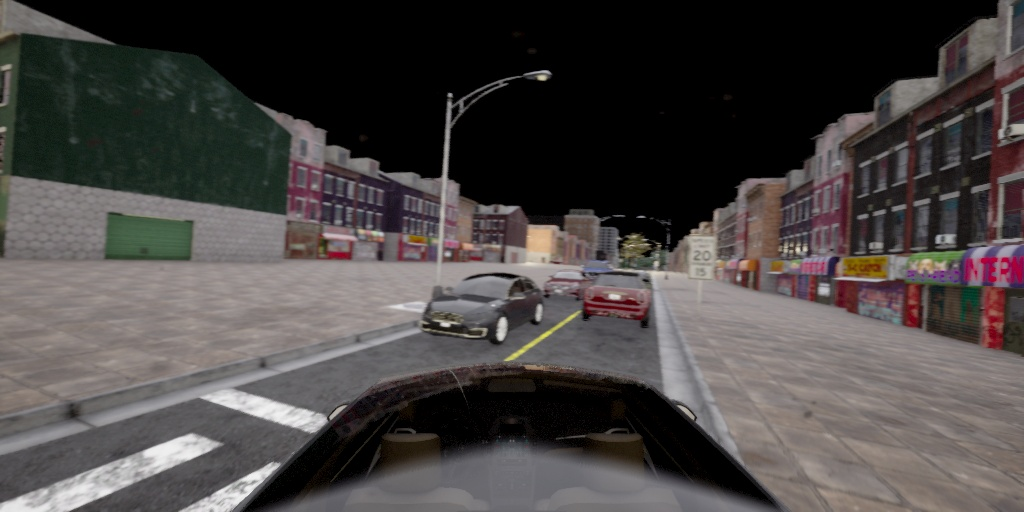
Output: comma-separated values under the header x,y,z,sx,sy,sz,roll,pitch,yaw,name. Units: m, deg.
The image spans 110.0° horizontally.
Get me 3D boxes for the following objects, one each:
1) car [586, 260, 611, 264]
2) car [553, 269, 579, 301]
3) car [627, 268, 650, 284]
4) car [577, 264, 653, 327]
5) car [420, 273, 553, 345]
x,y,z,sx,sy,sz,roll,pitch,yaw,name
6.929,1.363,29.009,2.150,2.045,5.566,3,0,21,car
3.077,1.453,19.109,1.812,1.442,4.674,3,0,22,car
13.291,2.061,37.517,1.994,1.385,4.181,3,0,21,car
3.945,1.331,13.078,2.097,1.767,4.553,3,0,21,car
-0.511,1.230,9.745,1.837,1.490,4.892,3,0,21,car
